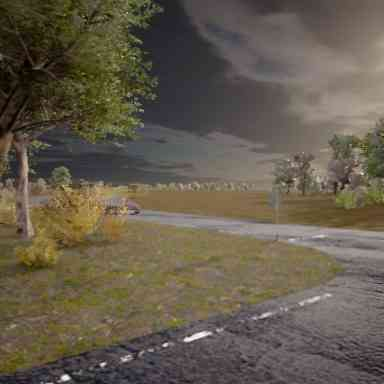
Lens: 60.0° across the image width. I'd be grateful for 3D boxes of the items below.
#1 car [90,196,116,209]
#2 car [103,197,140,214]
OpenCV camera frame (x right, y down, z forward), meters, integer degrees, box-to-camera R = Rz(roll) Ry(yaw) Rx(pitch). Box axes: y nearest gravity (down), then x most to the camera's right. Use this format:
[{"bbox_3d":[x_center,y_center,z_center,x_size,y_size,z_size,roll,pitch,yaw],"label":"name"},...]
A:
[{"bbox_3d":[-12.487,1.422,46.409,1.882,1.535,5.008,0,0,-35],"label":"car"},{"bbox_3d":[-6.914,1.281,33.087,2.097,1.767,4.553,0,0,-35],"label":"car"}]
